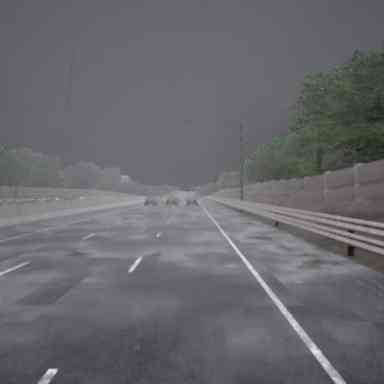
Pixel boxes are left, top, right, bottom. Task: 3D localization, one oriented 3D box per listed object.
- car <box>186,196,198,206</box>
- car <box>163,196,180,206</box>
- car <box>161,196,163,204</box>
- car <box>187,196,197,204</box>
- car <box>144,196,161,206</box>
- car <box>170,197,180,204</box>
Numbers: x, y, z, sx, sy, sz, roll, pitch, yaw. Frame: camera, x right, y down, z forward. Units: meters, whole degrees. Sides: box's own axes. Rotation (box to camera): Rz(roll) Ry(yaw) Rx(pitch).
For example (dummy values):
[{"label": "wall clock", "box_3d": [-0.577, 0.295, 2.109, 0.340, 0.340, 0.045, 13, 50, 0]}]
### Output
[{"label": "car", "box_3d": [-0.016, 1.527, 58.619, 2.097, 1.767, 4.553, 0, 0, 0]}, {"label": "car", "box_3d": [-3.516, 1.527, 58.584, 2.097, 1.767, 4.553, 0, 0, 0]}, {"label": "car", "box_3d": [-7.020, 1.515, 69.346, 2.097, 1.767, 4.553, 0, 0, 0]}, {"label": "car", "box_3d": [-0.020, 1.655, 69.938, 1.882, 1.535, 5.008, 0, 0, 0]}, {"label": "car", "box_3d": [-7.016, 1.523, 57.783, 2.097, 1.767, 4.553, 0, 0, 0]}, {"label": "car", "box_3d": [-3.520, 1.728, 69.891, 1.994, 1.385, 4.181, 0, 0, 0]}]
